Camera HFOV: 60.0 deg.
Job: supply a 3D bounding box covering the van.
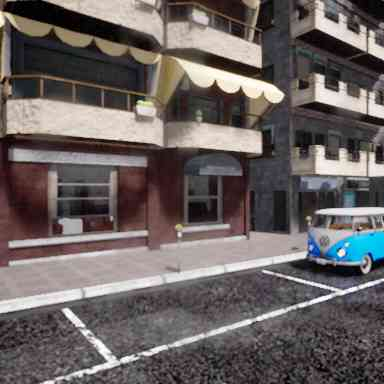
[{"bbox_3d":[5.240,1.387,10.307,3.998,1.788,1.690,0,-1,-35],"label":"van"}]
